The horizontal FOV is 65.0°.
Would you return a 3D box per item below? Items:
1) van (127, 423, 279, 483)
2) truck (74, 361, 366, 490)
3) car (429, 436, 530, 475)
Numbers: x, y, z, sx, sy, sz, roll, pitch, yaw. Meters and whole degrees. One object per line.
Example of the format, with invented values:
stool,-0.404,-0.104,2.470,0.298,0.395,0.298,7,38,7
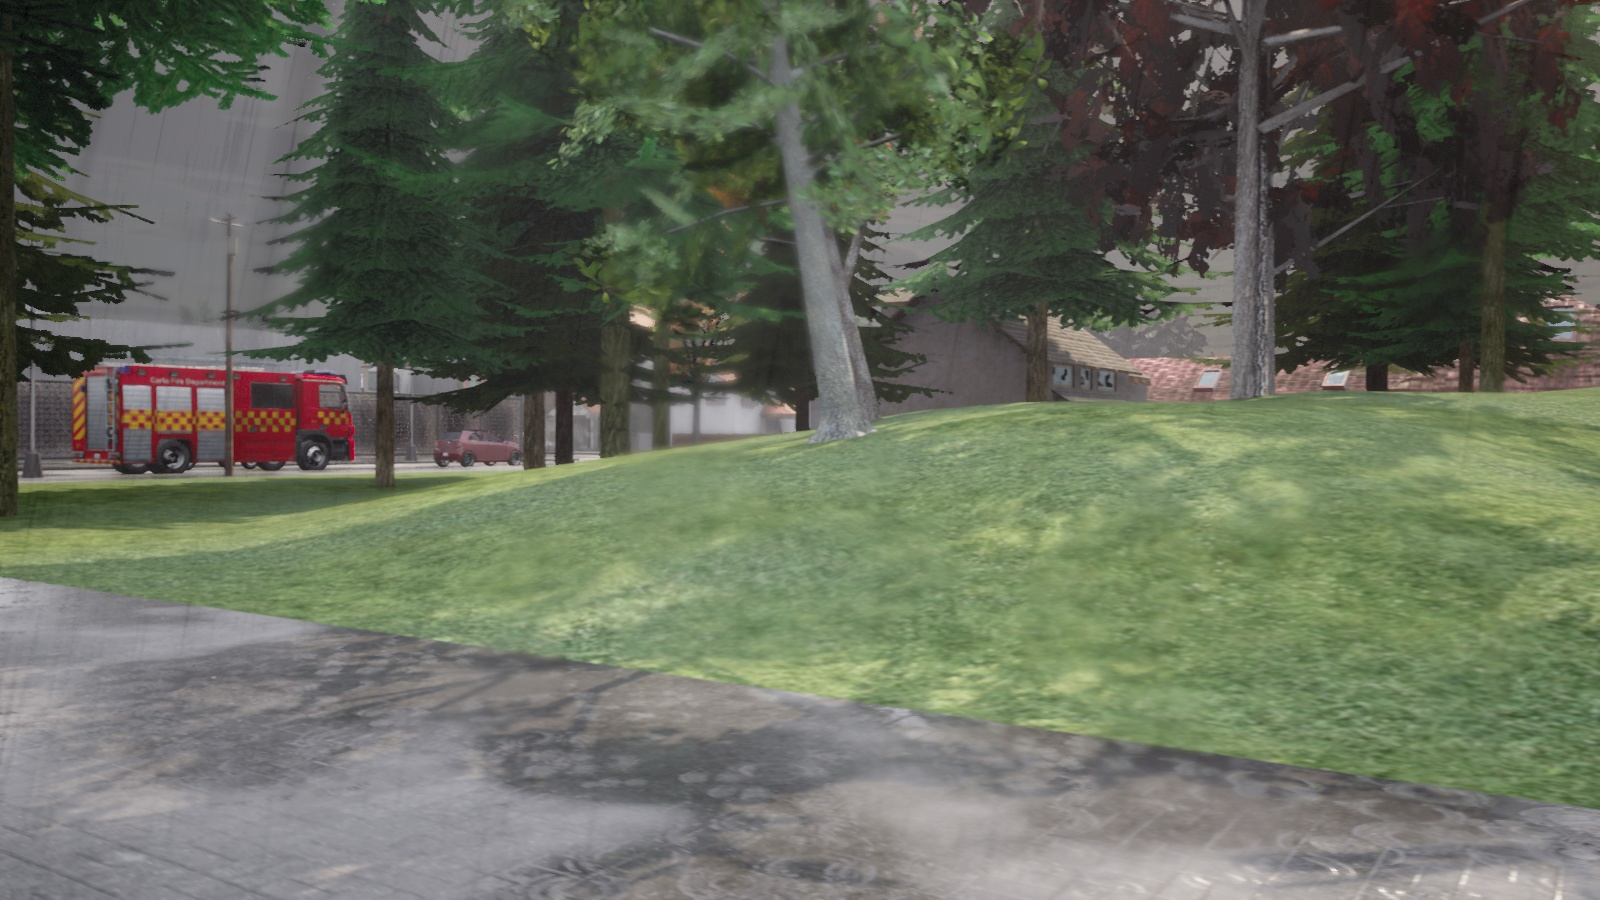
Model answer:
van,-21.384,0.064,45.167,2.069,2.038,4.480,0,1,34
truck,-18.924,-0.801,41.636,2.891,3.827,8.468,0,1,34
car,-12.891,0.199,50.715,1.845,1.501,3.633,0,1,33
